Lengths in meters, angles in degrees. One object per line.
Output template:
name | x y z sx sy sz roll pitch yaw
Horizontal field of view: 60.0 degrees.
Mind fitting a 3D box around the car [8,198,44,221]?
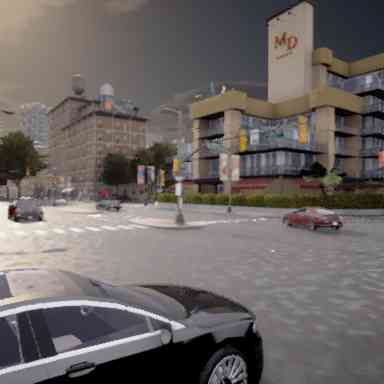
car | -13.714 1.391 27.375 2.097 1.767 4.553 1 0 -36

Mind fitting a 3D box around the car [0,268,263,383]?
car | -1.370 1.496 3.015 4.902 1.511 2.128 1 0 -39

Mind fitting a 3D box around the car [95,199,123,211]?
car | -10.866 1.680 43.372 2.033 1.411 5.357 1 0 -36

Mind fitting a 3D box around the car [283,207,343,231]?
car | 7.775 1.677 21.730 1.812 1.442 4.674 1 0 -15
